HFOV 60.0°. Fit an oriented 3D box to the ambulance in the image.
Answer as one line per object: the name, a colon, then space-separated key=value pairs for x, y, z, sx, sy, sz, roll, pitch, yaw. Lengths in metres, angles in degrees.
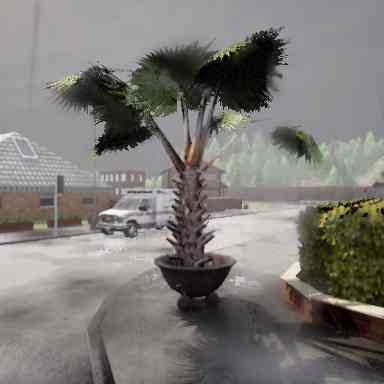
ambulance: x=-2.165 y=1.013 z=18.360 sx=2.351 sy=2.431 sz=6.366 roll=0 pitch=0 yaw=36
